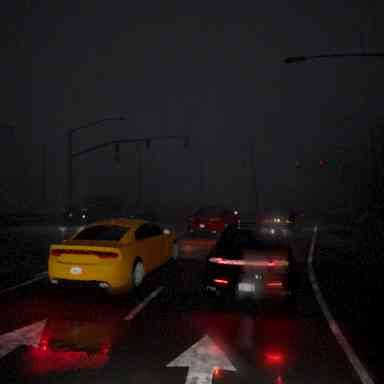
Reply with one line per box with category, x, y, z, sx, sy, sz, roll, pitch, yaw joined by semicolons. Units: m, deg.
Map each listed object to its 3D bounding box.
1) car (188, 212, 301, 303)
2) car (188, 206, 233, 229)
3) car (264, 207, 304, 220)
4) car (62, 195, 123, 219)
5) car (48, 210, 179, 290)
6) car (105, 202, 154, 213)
car;1.539;1.502;8.325;2.128;1.511;4.902;0;0;13
car;1.357;1.500;18.418;1.882;1.535;5.008;0;0;21
car;4.599;1.526;17.208;1.837;1.490;4.892;0;0;21
car;-7.343;1.246;25.458;2.150;2.045;5.566;0;0;22
car;-1.809;1.488;9.282;1.882;1.535;5.008;0;0;14
car;-4.061;1.639;24.240;1.994;1.385;4.181;0;0;22
